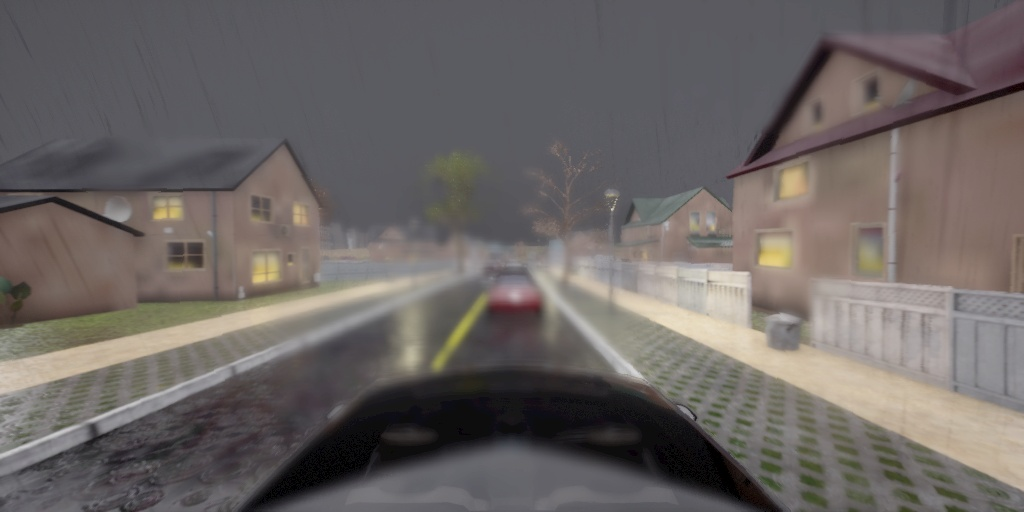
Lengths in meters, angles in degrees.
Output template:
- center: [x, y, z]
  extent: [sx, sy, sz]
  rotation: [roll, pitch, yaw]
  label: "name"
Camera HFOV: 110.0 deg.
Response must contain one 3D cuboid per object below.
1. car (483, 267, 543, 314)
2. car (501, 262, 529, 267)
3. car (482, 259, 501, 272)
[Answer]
- center: [0.130, 1.312, 13.863]
  extent: [1.994, 1.385, 4.181]
  rotation: [0, 0, 1]
  label: "car"
- center: [0.337, 1.243, 29.492]
  extent: [1.882, 1.535, 5.008]
  rotation: [0, 0, 1]
  label: "car"
- center: [-2.267, 1.154, 42.390]
  extent: [2.097, 1.767, 4.553]
  rotation: [0, 0, 2]
  label: "car"
